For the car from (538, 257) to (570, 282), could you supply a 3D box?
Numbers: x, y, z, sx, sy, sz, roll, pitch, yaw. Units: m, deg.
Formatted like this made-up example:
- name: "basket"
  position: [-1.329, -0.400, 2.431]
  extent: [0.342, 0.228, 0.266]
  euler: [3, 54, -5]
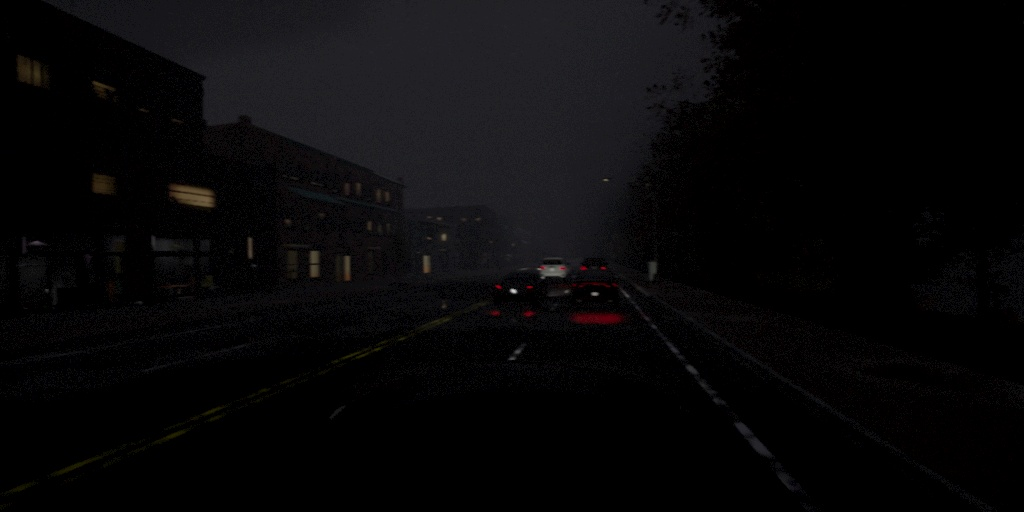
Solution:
- name: "car"
  position: [3.781, 1.143, 31.009]
  extent: [2.150, 2.045, 5.566]
  euler: [-1, 0, 13]

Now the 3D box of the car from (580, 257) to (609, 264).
- name: "car"
  position: [6.948, 1.099, 30.279]
  extent: [2.150, 2.045, 5.566]
  euler: [-1, 0, 13]

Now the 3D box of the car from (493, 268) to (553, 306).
- name: "car"
  position: [0.515, 1.422, 16.680]
  extent: [1.994, 1.385, 4.181]
  euler: [-1, 0, 13]

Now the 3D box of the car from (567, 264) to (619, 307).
- name: "car"
  position: [3.713, 1.292, 16.084]
  extent: [1.882, 1.535, 5.008]
  euler: [-1, 0, 13]
